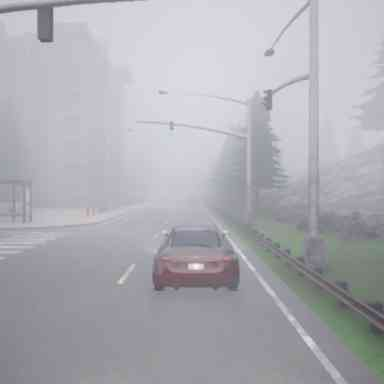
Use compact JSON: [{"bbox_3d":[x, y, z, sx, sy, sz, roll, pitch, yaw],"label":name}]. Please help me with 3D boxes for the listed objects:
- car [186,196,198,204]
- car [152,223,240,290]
[{"bbox_3d":[0.053,1.328,55.655,1.994,1.385,4.181,0,0,0],"label":"car"},{"bbox_3d":[0.089,1.525,8.990,1.994,1.385,4.181,0,0,0],"label":"car"}]
